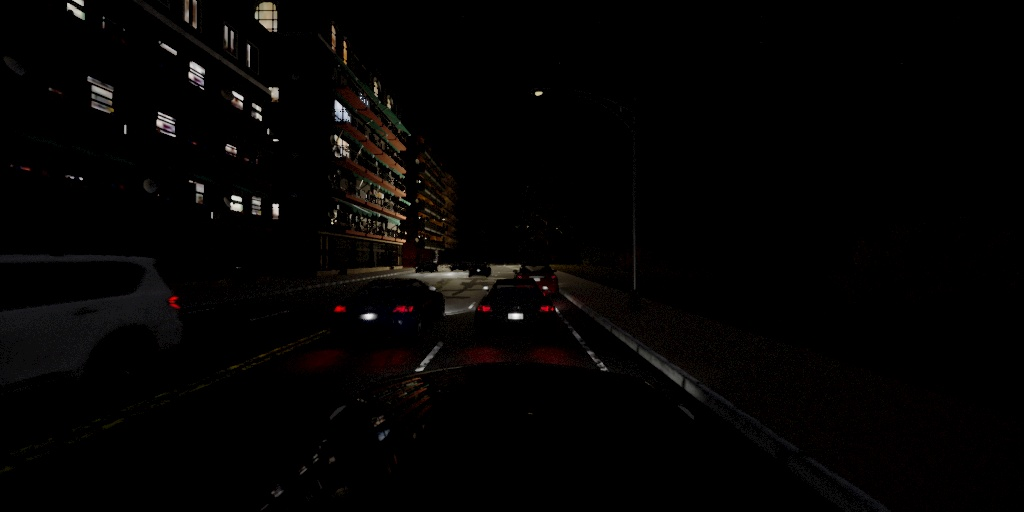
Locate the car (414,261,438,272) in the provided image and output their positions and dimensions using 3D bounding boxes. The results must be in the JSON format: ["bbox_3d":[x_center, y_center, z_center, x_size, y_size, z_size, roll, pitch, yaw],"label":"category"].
[{"bbox_3d":[-9.836,1.277,41.638,1.812,1.442,4.674,0,0,0],"label":"car"}]

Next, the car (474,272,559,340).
[{"bbox_3d":[0.097,1.315,10.007,1.994,1.385,4.181,0,0,0],"label":"car"}]

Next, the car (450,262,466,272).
[{"bbox_3d":[-6.584,1.352,45.184,1.895,1.301,4.718,0,0,0],"label":"car"}]

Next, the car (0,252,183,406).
[{"bbox_3d":[-6.601,0.972,3.664,2.150,2.045,5.566,0,0,0],"label":"car"}]

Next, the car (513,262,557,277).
[{"bbox_3d":[1.143,1.103,18.587,2.097,1.767,4.553,0,0,0],"label":"car"}]

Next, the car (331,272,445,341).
[{"bbox_3d":[-3.148,1.314,9.887,1.994,1.385,4.181,0,0,0],"label":"car"}]

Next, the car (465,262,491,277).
[{"bbox_3d":[-3.137,1.316,35.644,1.994,1.385,4.181,0,0,0],"label":"car"}]
